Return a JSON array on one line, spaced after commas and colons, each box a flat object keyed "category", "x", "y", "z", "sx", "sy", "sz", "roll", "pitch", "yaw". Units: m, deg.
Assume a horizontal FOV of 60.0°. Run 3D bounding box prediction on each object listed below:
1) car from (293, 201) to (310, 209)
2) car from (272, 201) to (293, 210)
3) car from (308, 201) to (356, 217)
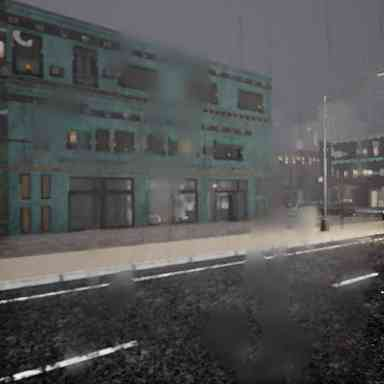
[{"category": "car", "x": 16.867, "y": 1.875, "z": 46.354, "sx": 2.008, "sy": 1.369, "sz": 4.403, "roll": -1, "pitch": 0, "yaw": -35}, {"category": "car", "x": 13.659, "y": 1.969, "z": 50.864, "sx": 1.802, "sy": 1.307, "sz": 4.206, "roll": -1, "pitch": 0, "yaw": -35}, {"category": "car", "x": 14.778, "y": 1.865, "z": 34.627, "sx": 1.947, "sy": 1.339, "sz": 4.313, "roll": -1, "pitch": 0, "yaw": -35}]
